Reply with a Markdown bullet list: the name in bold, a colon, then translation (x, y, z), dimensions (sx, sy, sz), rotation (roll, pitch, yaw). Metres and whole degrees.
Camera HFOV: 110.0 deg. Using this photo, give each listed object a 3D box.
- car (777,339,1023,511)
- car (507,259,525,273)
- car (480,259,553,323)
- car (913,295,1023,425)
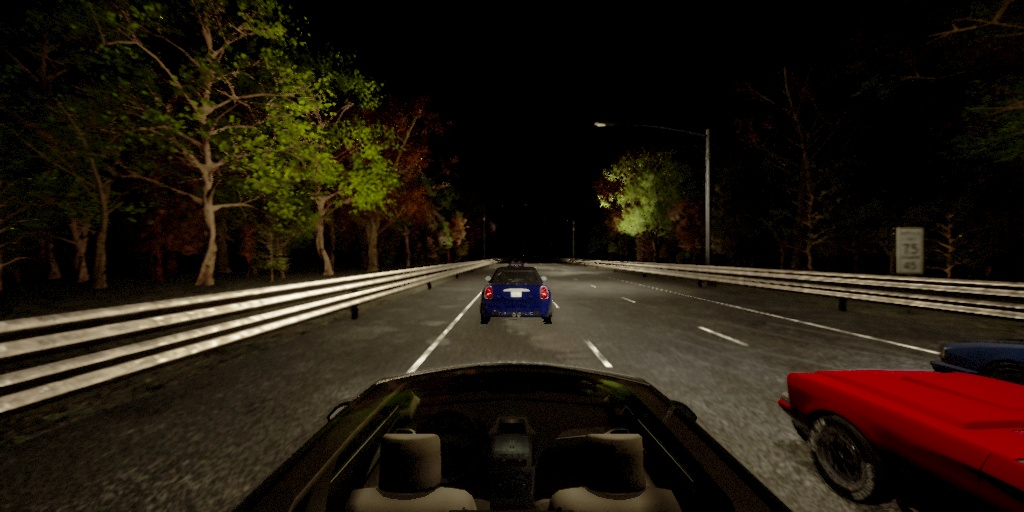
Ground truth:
- **car**: translation (3.603, 1.352, 1.437), dimensions (1.895, 1.301, 4.718), rotation (0, 0, 0)
- **car**: translation (0.535, 1.176, 44.610), dimensions (2.033, 1.649, 4.856), rotation (0, 0, 1)
- **car**: translation (0.132, 1.102, 12.189), dimensions (2.097, 1.767, 4.553), rotation (0, 0, 0)
- **car**: translation (7.100, 1.299, 2.760), dimensions (2.033, 1.411, 5.357), rotation (0, 0, 0)
